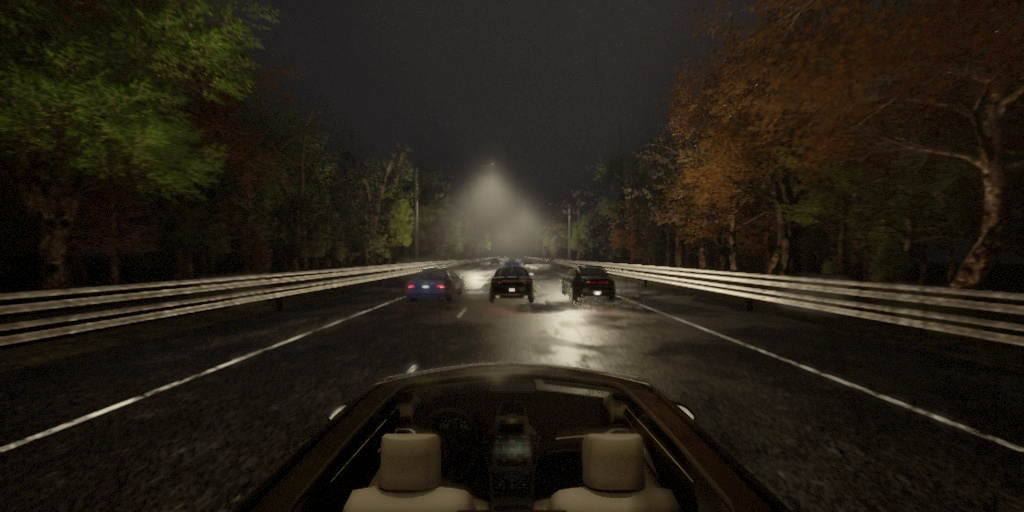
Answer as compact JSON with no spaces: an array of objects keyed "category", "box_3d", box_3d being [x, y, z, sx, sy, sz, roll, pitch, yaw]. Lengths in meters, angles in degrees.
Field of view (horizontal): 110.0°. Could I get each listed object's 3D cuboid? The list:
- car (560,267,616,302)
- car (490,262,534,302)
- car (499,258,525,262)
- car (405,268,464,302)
[{"category":"car","box_3d":[3.499,1.254,17.062,1.837,1.490,4.892,0,0,0]},{"category":"car","box_3d":[-0.001,1.225,17.084,1.882,1.535,5.008,0,0,0]},{"category":"car","box_3d":[-0.003,1.214,34.151,1.882,1.535,5.008,0,0,0]},{"category":"car","box_3d":[-3.501,1.294,17.060,2.033,1.411,5.357,0,0,0]}]
